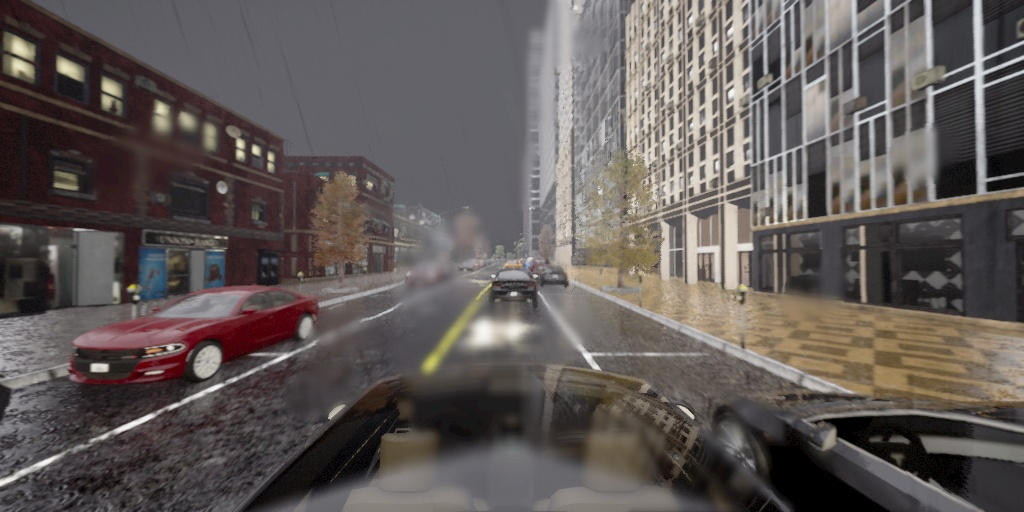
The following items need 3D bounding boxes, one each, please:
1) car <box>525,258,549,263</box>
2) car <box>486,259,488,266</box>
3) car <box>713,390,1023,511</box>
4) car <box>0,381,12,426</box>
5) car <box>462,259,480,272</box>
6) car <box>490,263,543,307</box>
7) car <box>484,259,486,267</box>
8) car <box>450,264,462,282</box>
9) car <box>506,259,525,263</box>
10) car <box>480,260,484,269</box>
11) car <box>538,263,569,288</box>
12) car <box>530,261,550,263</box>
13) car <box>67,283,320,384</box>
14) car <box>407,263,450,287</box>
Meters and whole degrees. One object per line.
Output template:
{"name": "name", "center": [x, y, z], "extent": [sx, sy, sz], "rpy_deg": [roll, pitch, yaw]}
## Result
{"name": "car", "center": [2.702, 1.088, 35.351], "extent": [2.192, 1.841, 5.009], "rpy_deg": [0, 0, 0]}
{"name": "car", "center": [-5.686, 1.378, 63.627], "extent": [1.802, 1.307, 4.207], "rpy_deg": [0, 0, 0]}
{"name": "car", "center": [2.691, 1.316, 1.487], "extent": [1.948, 1.339, 4.313], "rpy_deg": [0, 0, 0]}
{"name": "car", "center": [-5.690, 1.301, 1.544], "extent": [2.007, 1.370, 4.403], "rpy_deg": [0, 0, 0]}
{"name": "car", "center": [-5.687, 1.348, 46.695], "extent": [1.948, 1.339, 4.313], "rpy_deg": [0, 0, 0]}
{"name": "car", "center": [0.101, 1.237, 15.584], "extent": [1.882, 1.535, 5.008], "rpy_deg": [0, 0, 0]}
{"name": "car", "center": [-5.686, 1.317, 57.814], "extent": [1.751, 1.417, 4.829], "rpy_deg": [0, 0, 0]}
{"name": "car", "center": [-5.688, 1.336, 29.763], "extent": [1.948, 1.339, 4.313], "rpy_deg": [0, 0, 0]}
{"name": "car", "center": [0.105, 1.253, 37.389], "extent": [1.882, 1.535, 5.008], "rpy_deg": [0, 0, 0]}
{"name": "car", "center": [-5.686, 1.227, 52.340], "extent": [1.967, 1.591, 4.097], "rpy_deg": [0, 0, 0]}
{"name": "car", "center": [2.693, 1.331, 24.063], "extent": [1.948, 1.339, 4.313], "rpy_deg": [0, 0, 0]}
{"name": "car", "center": [2.697, 1.352, 29.708], "extent": [1.802, 1.307, 4.207], "rpy_deg": [0, 0, 0]}
{"name": "car", "center": [-5.689, 1.299, 7.187], "extent": [1.888, 1.381, 4.507], "rpy_deg": [0, 0, 0]}
{"name": "car", "center": [-5.688, 1.205, 24.120], "extent": [1.967, 1.591, 4.097], "rpy_deg": [0, 0, 0]}
